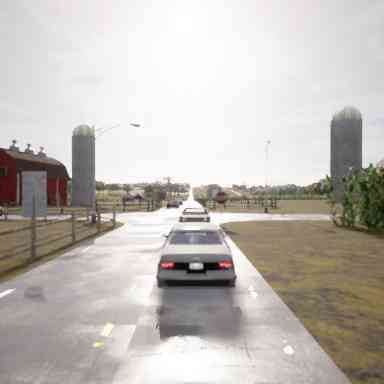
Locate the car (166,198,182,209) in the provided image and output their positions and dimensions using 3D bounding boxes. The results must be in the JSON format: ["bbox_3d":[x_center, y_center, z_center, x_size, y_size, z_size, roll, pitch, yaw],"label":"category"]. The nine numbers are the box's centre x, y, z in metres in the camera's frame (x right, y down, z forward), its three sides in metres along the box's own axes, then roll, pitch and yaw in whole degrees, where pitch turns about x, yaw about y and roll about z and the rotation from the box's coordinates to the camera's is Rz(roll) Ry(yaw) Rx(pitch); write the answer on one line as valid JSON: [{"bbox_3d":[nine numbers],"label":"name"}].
[{"bbox_3d":[-2.904,1.882,50.254,1.895,1.301,4.718,0,0,0],"label":"car"}]

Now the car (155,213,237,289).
[{"bbox_3d":[0.087,1.555,9.245,2.033,1.411,5.357,0,0,0],"label":"car"}]

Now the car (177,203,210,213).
[{"bbox_3d":[0.262,1.655,21.999,1.895,1.301,4.718,0,0,3],"label":"car"}]

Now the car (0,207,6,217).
[{"bbox_3d":[-19.888,1.640,31.137,4.892,1.490,1.837,0,1,0],"label":"car"}]
